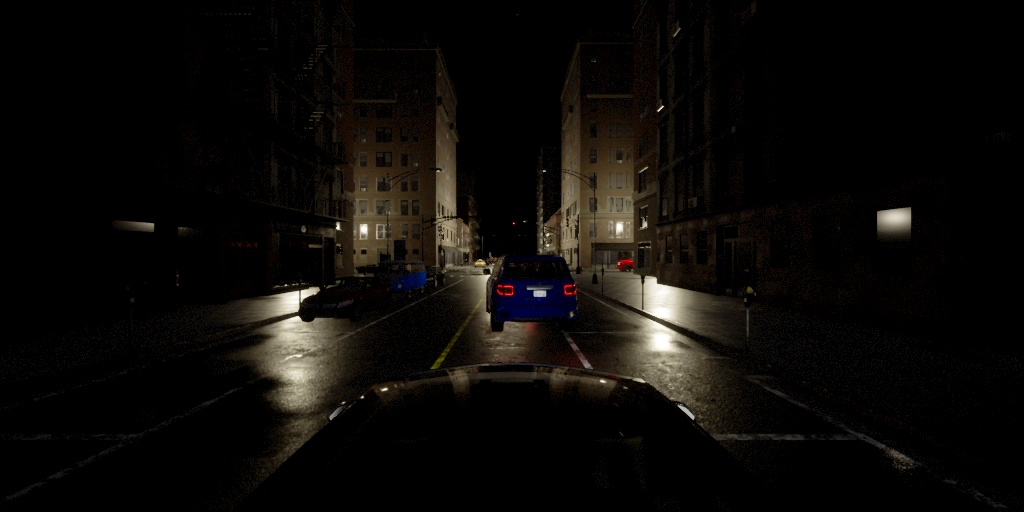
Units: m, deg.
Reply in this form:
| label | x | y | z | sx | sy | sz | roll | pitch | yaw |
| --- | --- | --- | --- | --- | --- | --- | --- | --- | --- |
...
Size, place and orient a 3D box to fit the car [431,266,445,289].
| label | x | y | z | sx | sy | sz | roll | pitch | yaw |
| --- | --- | --- | --- | --- | --- | --- | --- | --- | --- |
| car | -5.394 | 1.299 | 22.971 | 2.007 | 1.370 | 4.403 | 0 | 0 | 0 |

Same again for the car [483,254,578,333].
| label | x | y | z | sx | sy | sz | roll | pitch | yaw |
| --- | --- | --- | --- | --- | --- | --- | --- | --- | --- |
| car | 0.358 | 0.971 | 11.002 | 2.150 | 2.045 | 5.566 | 0 | 0 | -6 |

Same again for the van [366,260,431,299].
| label | x | y | z | sx | sy | sz | roll | pitch | yaw |
| --- | --- | --- | --- | --- | --- | --- | --- | --- | --- |
| van | -5.394 | 1.090 | 17.565 | 1.690 | 1.789 | 3.998 | 0 | 0 | 0 |

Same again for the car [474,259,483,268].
| label | x | y | z | sx | sy | sz | roll | pitch | yaw |
| --- | --- | --- | --- | --- | --- | --- | --- | --- | --- |
| car | -5.396 | 1.272 | 60.765 | 1.751 | 1.417 | 4.829 | 0 | 0 | 0 |

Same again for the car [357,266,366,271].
| label | x | y | z | sx | sy | sz | roll | pitch | yaw |
| --- | --- | --- | --- | --- | --- | --- | --- | --- | --- |
| car | -14.636 | 1.422 | 40.112 | 4.718 | 1.301 | 1.895 | 0 | 0 | -3 |

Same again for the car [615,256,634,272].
| label | x | y | z | sx | sy | sz | roll | pitch | yaw |
| --- | --- | --- | --- | --- | --- | --- | --- | --- | --- |
| car | 15.327 | 0.877 | 43.024 | 5.566 | 2.045 | 2.150 | 0 | 0 | 0 |

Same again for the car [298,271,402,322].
| label | x | y | z | sx | sy | sz | roll | pitch | yaw |
| --- | --- | --- | --- | --- | --- | --- | --- | --- | --- |
| car | -5.395 | 1.331 | 12.159 | 1.802 | 1.307 | 4.207 | 0 | 0 | 0 |
